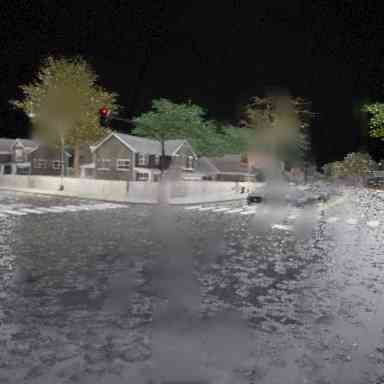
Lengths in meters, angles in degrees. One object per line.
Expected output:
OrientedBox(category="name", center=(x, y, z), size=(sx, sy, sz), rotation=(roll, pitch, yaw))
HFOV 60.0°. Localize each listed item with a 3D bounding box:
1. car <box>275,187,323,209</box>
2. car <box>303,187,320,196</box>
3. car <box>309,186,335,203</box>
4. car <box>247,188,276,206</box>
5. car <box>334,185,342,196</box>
OrientedBox(category="car", center=(9.175, 0.609, 28.234), size=(2.033, 1.411, 5.357), rotation=(4, 3, 34))
OrientedBox(category="car", center=(19.243, -0.114, 53.515), size=(1.895, 1.301, 4.718), rotation=(3, 3, 27))
OrientedBox(category="car", center=(14.472, 0.322, 37.644), size=(2.128, 1.511, 4.902), rotation=(3, 3, 29))
OrientedBox(category="car", center=(6.646, 0.356, 30.399), size=(1.882, 1.535, 5.008), rotation=(3, 3, 30))
OrientedBox(category="car", center=(23.823, -0.287, 55.325), size=(2.097, 1.767, 4.553), rotation=(3, 3, 27))
